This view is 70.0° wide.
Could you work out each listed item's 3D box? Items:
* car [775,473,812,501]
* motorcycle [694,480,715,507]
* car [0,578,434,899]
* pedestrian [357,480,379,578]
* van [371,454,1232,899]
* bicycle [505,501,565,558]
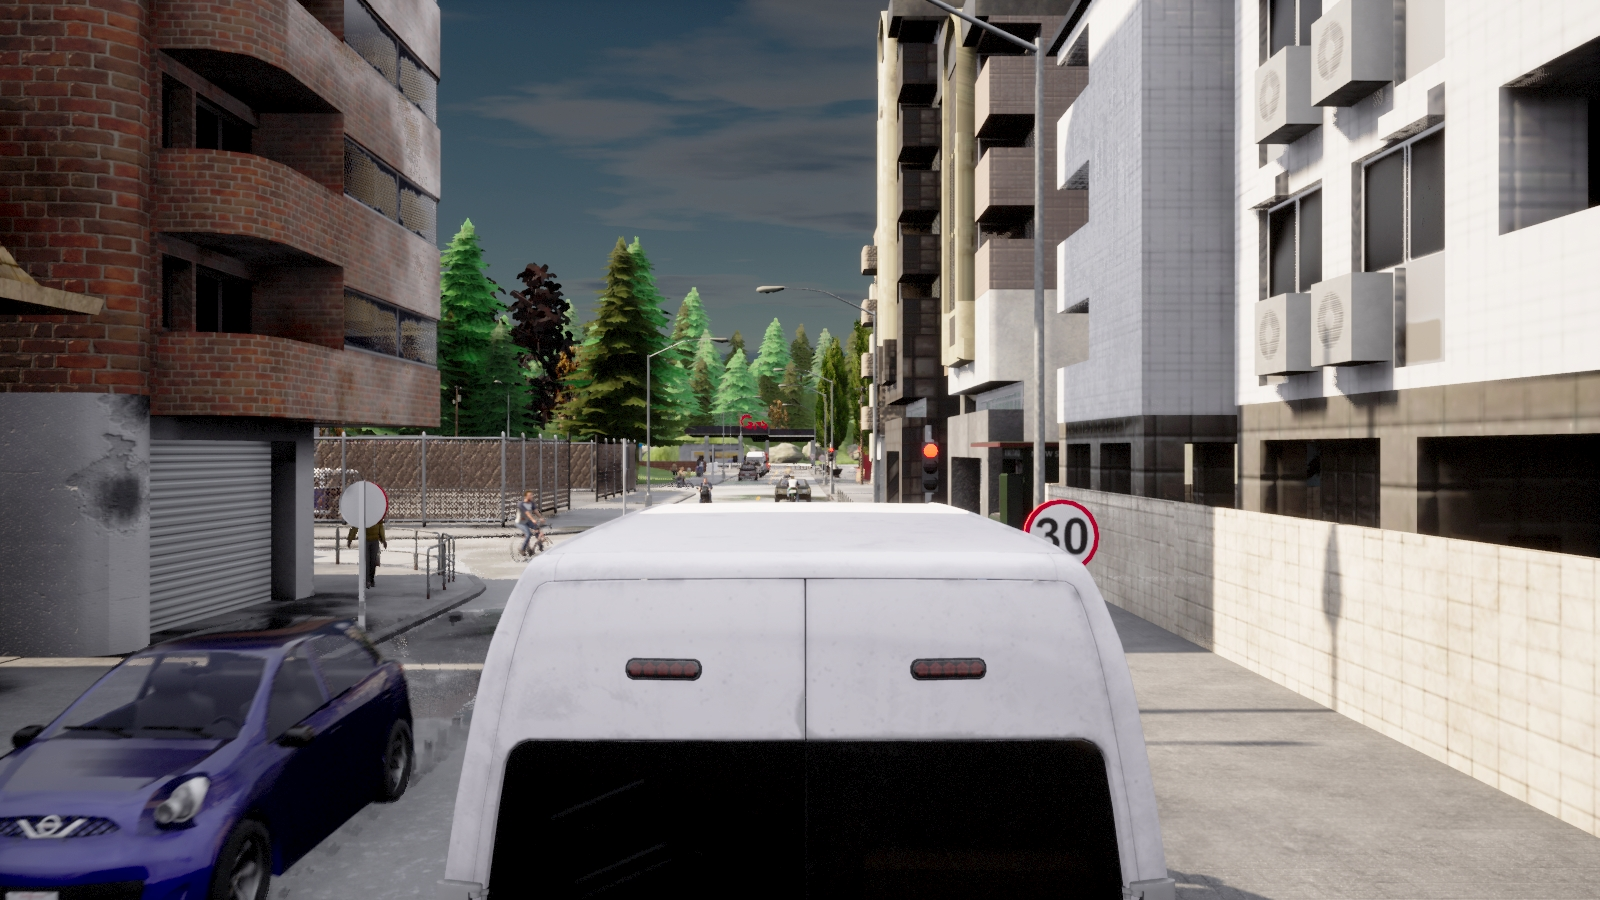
[{"bbox_3d":[-0.339,1.912,60.159,1.895,1.301,4.718,0,0,0],"label":"car"},{"bbox_3d":[-4.334,1.973,52.180,0.803,1.145,2.033,0,0,0],"label":"motorcycle"},{"bbox_3d":[-3.984,1.815,7.737,1.845,1.501,3.633,0,0,0],"label":"car"},{"bbox_3d":[-8.343,1.507,22.071,0.375,1.860,0.375,0,0,-23],"label":"pedestrian"},{"bbox_3d":[-0.009,1.312,5.597,1.988,2.561,5.915,0,0,0],"label":"van"},{"bbox_3d":[-6.490,1.925,27.956,1.643,1.296,0.373,0,3,33],"label":"bicycle"}]
